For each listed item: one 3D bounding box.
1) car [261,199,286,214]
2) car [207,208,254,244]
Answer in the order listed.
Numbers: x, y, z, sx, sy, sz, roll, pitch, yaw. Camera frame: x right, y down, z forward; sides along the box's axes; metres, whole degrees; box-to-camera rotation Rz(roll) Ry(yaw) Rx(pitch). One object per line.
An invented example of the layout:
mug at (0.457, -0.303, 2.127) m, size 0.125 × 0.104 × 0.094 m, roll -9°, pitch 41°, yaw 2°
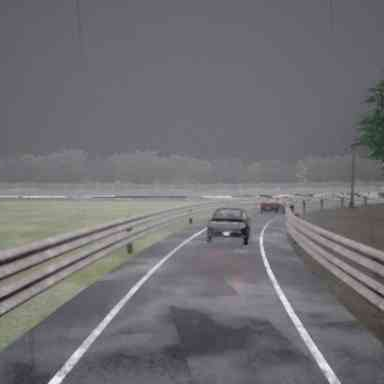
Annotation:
car at (8.906, 1.496, 36.265) m, size 1.882 × 1.535 × 5.008 m, roll 2°, pitch 1°, yaw 27°
car at (1.916, 1.513, 16.183) m, size 2.128 × 1.511 × 4.902 m, roll 1°, pitch 0°, yaw 12°
